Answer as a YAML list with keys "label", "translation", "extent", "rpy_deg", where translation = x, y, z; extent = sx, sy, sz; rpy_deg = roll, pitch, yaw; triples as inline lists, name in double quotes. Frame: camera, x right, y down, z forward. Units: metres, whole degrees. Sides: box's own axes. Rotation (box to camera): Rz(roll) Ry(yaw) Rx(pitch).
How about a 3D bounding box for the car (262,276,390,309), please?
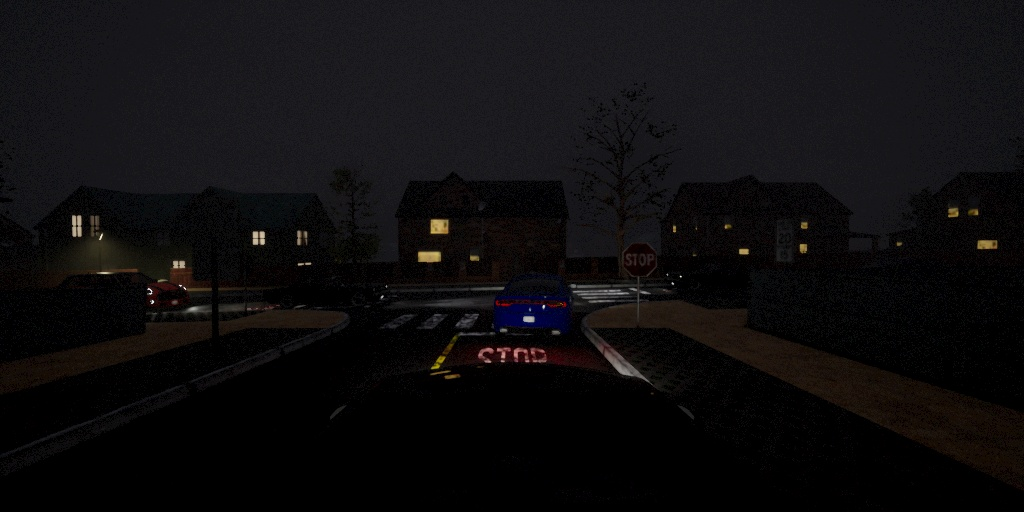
- label: "car"
  translation: [-7.807, 1.506, 15.457]
  extent: [4.718, 1.301, 1.895]
  rpy_deg: [-1, 1, 0]

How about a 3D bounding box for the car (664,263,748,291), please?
- label: "car"
  translation: [10.416, 1.034, 18.380]
  extent: [4.718, 1.301, 1.895]
  rpy_deg: [-1, 1, -1]

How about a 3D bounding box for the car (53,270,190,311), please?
- label: "car"
  translation: [-16.795, 1.472, 15.452]
  extent: [4.553, 1.767, 2.097]
  rpy_deg: [-1, 1, 0]

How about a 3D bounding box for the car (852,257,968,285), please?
- label: "car"
  translation: [20.061, 0.753, 18.413]
  extent: [5.357, 1.411, 2.033]
  rpy_deg: [-1, 1, 0]

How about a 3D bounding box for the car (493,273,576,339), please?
- label: "car"
  translation: [0.789, 1.227, 10.247]
  extent: [1.882, 1.535, 5.008]
  rpy_deg: [0, 0, 10]
